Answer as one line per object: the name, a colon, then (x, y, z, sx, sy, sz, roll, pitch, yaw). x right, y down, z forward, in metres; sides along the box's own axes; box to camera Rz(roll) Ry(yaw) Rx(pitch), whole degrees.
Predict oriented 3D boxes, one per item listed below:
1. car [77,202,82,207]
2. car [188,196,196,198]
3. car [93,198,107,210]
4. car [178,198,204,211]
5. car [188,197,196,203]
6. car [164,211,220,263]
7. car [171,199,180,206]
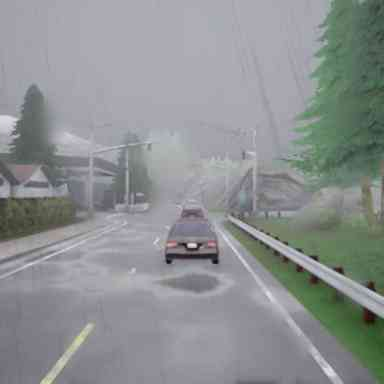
car: (-20.216, 2.024, 55.973, 2.242, 1.667, 4.611, 0, -1, -1)
car: (0.028, 1.996, 80.406, 2.150, 2.045, 5.566, 0, -1, 0)
car: (-14.510, 1.815, 51.695, 1.905, 1.878, 3.866, 0, -1, -1)
car: (0.033, 1.698, 29.170, 1.882, 1.535, 5.008, 0, 2, 0)
car: (0.029, 2.237, 90.794, 2.128, 1.511, 4.902, 0, -1, -2)
car: (0.015, 1.671, 12.500, 2.033, 1.411, 5.357, 0, -1, 0)
car: (-3.474, 2.249, 73.104, 2.033, 1.411, 5.357, 0, -1, 0)
